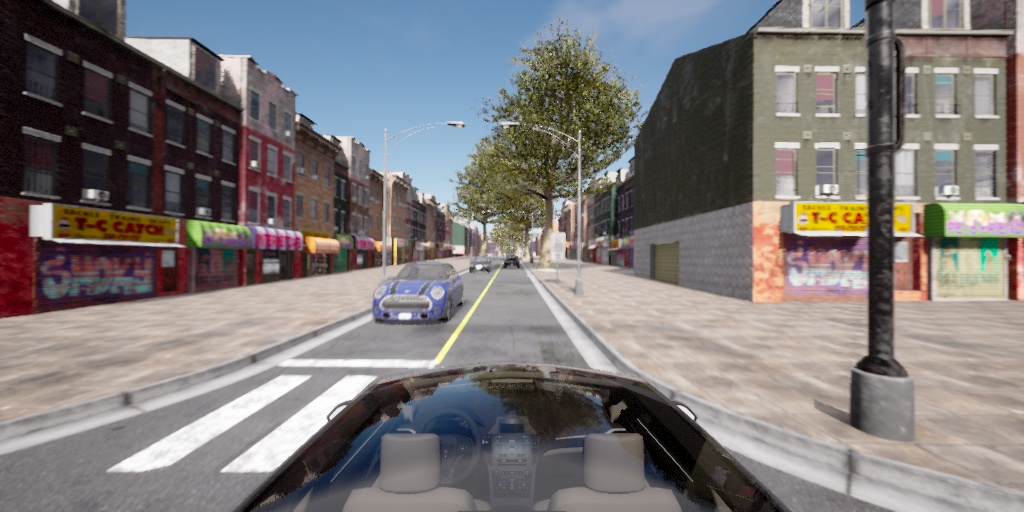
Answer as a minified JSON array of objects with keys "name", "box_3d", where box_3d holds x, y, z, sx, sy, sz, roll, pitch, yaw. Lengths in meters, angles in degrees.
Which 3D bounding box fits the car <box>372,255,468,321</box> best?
[{"name":"car","box_3d":[-2.845,0.986,11.787,2.097,1.767,4.553,0,1,0]}]

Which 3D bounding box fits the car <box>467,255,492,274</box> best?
[{"name":"car","box_3d":[-2.852,0.763,33.305,2.128,1.511,4.902,0,1,0]}]

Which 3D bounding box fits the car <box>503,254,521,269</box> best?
[{"name":"car","box_3d":[-0.021,0.644,41.660,1.837,1.490,4.892,0,1,0]}]
